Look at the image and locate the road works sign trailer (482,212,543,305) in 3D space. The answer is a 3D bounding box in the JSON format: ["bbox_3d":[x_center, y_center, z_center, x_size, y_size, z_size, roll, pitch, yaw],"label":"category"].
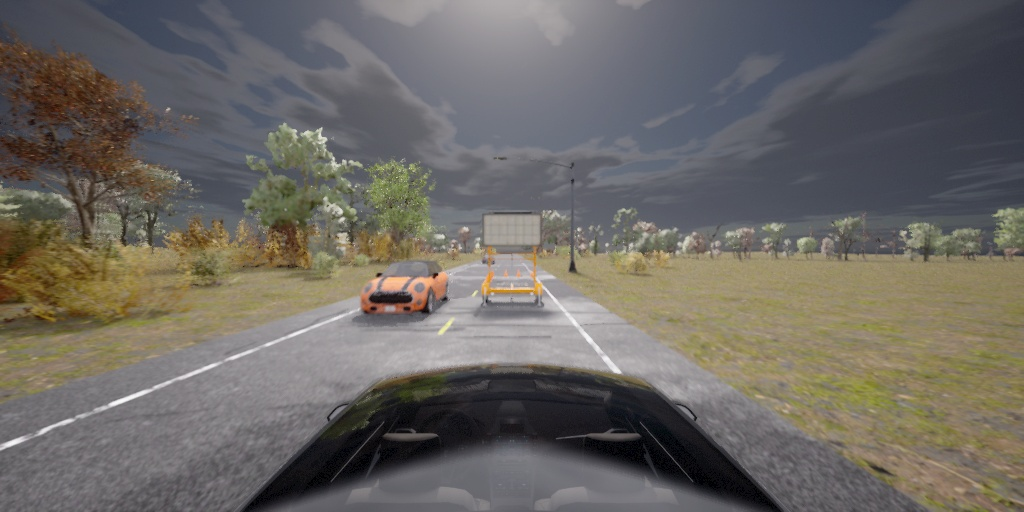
[{"bbox_3d":[0.005,0.014,14.623,2.380,3.560,2.880,0,0,0],"label":"road works sign trailer"}]

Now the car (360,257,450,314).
[{"bbox_3d":[-3.592,0.930,12.794,2.097,1.767,4.553,0,1,0],"label":"car"}]

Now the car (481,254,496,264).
[{"bbox_3d":[-3.530,0.476,54.471,1.812,1.442,4.674,0,1,1],"label":"car"}]
